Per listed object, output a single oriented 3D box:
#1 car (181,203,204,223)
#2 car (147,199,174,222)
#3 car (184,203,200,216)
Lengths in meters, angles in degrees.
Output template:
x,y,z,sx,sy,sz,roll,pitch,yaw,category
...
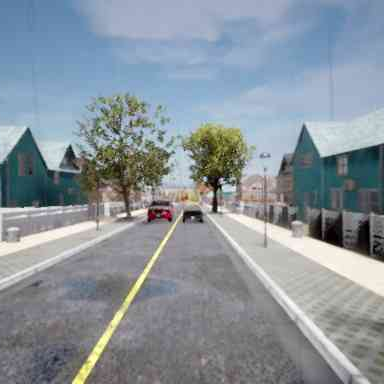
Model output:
x,y,z,sx,sy,sz,roll,pitch,yaw,category
0.079,1.965,30.621,1.837,1.490,4.892,0,-1,0,car
-2.863,1.690,31.130,2.150,2.045,5.566,0,-1,0,car
0.057,2.141,41.935,1.882,1.535,5.008,0,-1,0,car
